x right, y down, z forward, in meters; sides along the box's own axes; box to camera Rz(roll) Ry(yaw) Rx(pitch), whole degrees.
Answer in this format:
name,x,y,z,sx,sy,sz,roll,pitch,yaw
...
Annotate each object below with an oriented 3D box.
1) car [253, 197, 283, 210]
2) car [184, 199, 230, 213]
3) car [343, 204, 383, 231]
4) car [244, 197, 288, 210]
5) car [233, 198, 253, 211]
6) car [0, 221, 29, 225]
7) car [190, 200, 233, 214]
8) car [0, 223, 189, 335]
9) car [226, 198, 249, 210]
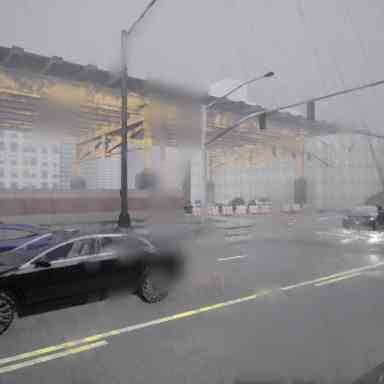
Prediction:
name,x,y,z,sx,sy,sz,roll,pitch,yaw
car,9.131,1.295,41.670,4.536,1.218,1.853,0,0,-7
car,1.471,1.295,35.245,4.536,1.218,1.853,0,0,8
car,11.061,1.525,20.986,1.812,1.442,4.674,0,0,41
car,9.183,1.453,41.677,4.974,1.542,2.038,0,0,-7
car,5.269,1.453,37.920,2.038,1.542,4.974,0,0,18
car,-5.469,1.526,8.689,4.674,1.442,1.812,0,0,-35
car,1.522,1.453,35.238,4.974,1.542,2.038,0,0,8
car,-2.378,1.491,6.597,4.902,1.511,2.128,0,0,-35
car,5.285,1.295,37.970,1.853,1.218,4.536,0,0,18
